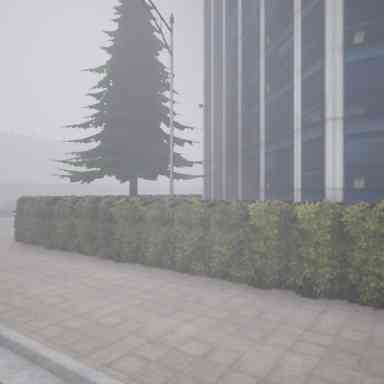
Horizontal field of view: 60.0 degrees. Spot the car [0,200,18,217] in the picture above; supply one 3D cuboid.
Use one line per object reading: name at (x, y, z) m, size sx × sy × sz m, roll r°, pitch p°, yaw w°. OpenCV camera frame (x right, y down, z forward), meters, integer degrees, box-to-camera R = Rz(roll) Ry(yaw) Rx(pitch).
car at (-15.147, 1.437, 27.337) m, size 2.128 × 1.511 × 4.902 m, roll 0°, pitch 0°, yaw 35°
